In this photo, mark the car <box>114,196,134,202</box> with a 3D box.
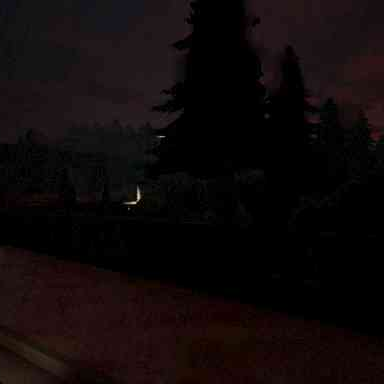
[{"bbox_3d":[-6.921,1.562,40.797,1.994,1.385,4.181,0,0,36],"label":"car"}]

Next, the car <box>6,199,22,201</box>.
[{"bbox_3d":[-25.015,1.601,45.941,1.895,1.301,4.718,0,0,36],"label":"car"}]

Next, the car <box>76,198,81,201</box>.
[{"bbox_3d":[-19.879,1.506,53.088,1.812,1.442,4.674,0,1,35],"label":"car"}]

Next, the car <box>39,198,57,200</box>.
[{"bbox_3d":[-20.441,1.526,46.306,1.812,1.442,4.674,0,0,36],"label":"car"}]

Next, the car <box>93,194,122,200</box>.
[{"bbox_3d":[-14.544,1.391,54.532,2.128,1.511,4.902,0,2,36],"label":"car"}]

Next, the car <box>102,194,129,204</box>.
[{"bbox_3d":[-14.056,1.186,61.207,1.837,1.490,4.892,0,3,36],"label":"car"}]
